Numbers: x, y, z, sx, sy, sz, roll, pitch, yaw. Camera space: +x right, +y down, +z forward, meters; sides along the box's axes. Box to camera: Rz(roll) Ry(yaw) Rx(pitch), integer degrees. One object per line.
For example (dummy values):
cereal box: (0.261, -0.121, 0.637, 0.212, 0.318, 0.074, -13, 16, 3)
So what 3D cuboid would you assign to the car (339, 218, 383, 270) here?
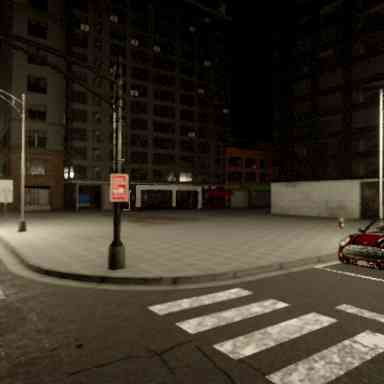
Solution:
car: (6.616, 1.578, 10.905, 4.097, 1.590, 1.967, 1, -1, -35)
